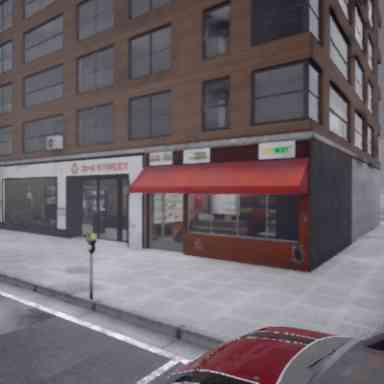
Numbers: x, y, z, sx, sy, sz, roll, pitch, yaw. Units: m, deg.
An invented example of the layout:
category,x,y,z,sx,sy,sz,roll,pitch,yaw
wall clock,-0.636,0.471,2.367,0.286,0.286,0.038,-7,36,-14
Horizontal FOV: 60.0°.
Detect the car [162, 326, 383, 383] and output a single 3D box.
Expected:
category,x,y,z,sx,sy,sz,roll,pitch,yaw
car,1.511,1.442,1.733,4.097,1.590,1.967,0,0,35
